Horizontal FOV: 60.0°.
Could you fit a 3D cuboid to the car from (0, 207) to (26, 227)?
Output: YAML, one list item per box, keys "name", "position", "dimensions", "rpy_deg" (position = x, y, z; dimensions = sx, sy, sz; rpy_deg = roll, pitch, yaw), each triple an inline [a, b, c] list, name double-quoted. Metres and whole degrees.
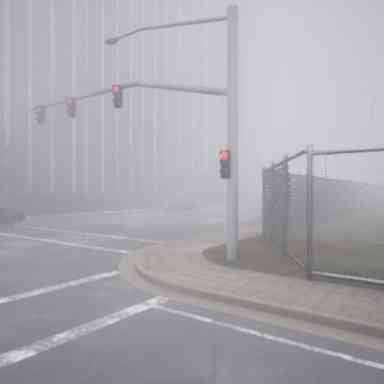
- name: "car"
  position: [-12.724, 1.539, 19.900]
  dimensions: [1.895, 1.301, 4.718]
  rpy_deg: [0, 1, 36]

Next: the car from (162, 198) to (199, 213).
- name: "car"
  position: [-1.192, 1.414, 36.046]
  dimensions: [2.128, 1.511, 4.902]
  rpy_deg: [0, 0, 36]
